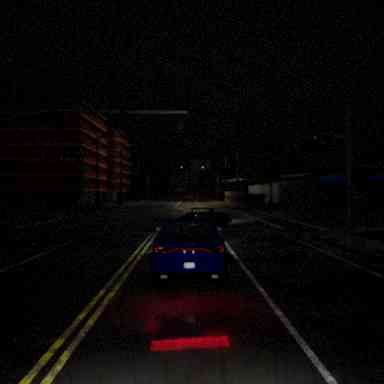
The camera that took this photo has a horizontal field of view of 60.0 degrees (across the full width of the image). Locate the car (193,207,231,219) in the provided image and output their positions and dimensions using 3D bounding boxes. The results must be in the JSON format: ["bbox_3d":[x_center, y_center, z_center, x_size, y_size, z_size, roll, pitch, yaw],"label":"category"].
[{"bbox_3d":[1.046,1.655,21.772,1.895,1.301,4.718,0,0,24],"label":"car"}]

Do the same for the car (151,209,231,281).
[{"bbox_3d":[-0.089,1.502,9.949,1.882,1.535,5.008,0,0,-1],"label":"car"}]
